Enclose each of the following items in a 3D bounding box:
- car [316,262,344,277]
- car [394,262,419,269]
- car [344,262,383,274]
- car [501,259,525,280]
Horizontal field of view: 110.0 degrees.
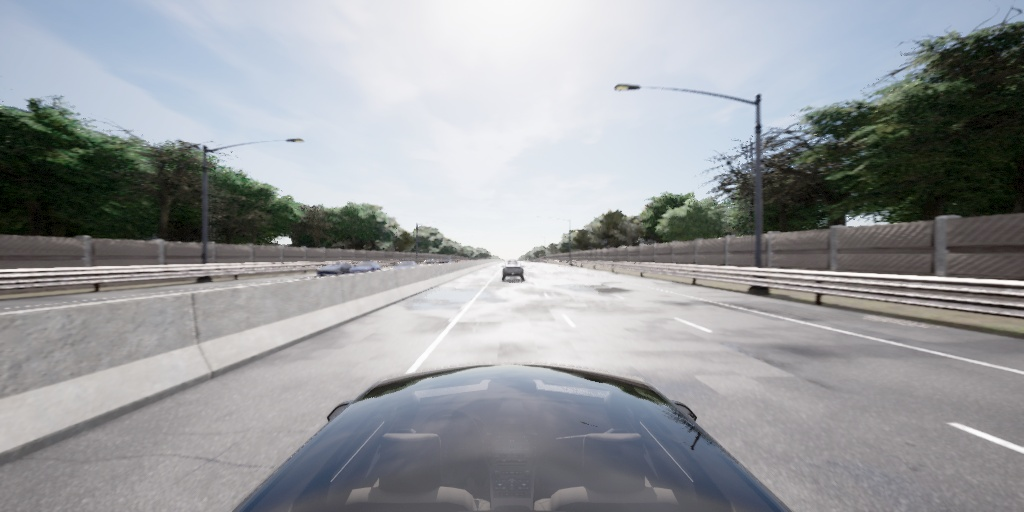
[{"bbox_3d":[-17.582,1.324,36.339,2.033,1.411,5.357,0,0,0],"label":"car"},{"bbox_3d":[-10.584,1.303,36.347,1.812,1.442,4.674,0,0,0],"label":"car"},{"bbox_3d":[-14.077,1.299,34.833,1.812,1.442,4.674,0,0,0],"label":"car"},{"bbox_3d":[0.094,1.261,31.726,2.128,1.511,4.902,0,0,0],"label":"car"}]
